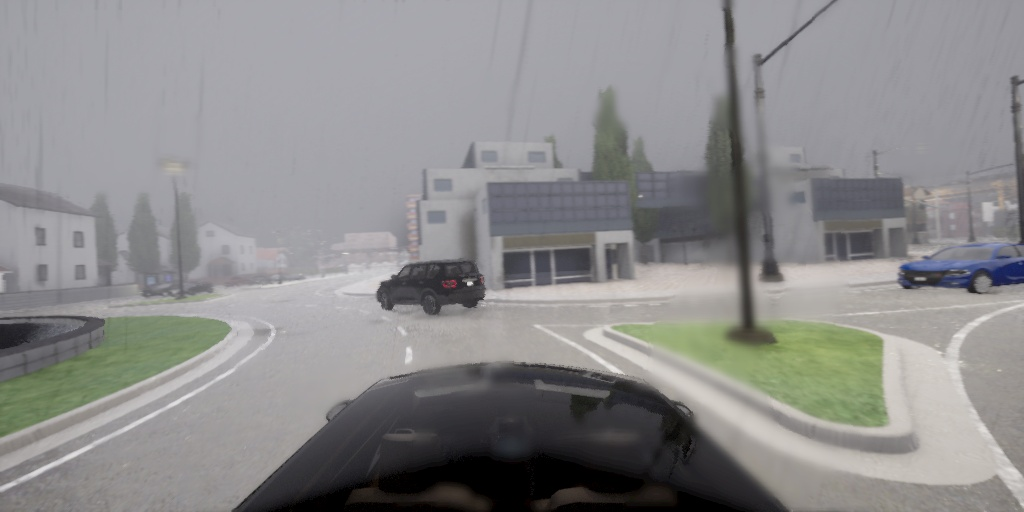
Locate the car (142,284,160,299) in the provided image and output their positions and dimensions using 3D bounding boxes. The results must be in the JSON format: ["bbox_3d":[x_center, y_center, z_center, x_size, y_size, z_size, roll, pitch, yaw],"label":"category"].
[{"bbox_3d":[-38.045,3.709,39.598,1.882,1.535,5.008,-3,0,-10],"label":"car"}]

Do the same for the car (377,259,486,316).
[{"bbox_3d":[-3.527,1.245,15.086,5.566,2.045,2.150,-4,0,42],"label":"car"}]

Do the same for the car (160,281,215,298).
[{"bbox_3d":[-34.376,3.496,38.599,2.128,1.511,4.902,-3,0,-8],"label":"car"}]

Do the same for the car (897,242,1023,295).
[{"bbox_3d":[15.661,0.325,12.047,5.008,1.535,1.882,-3,0,-10],"label":"car"}]
